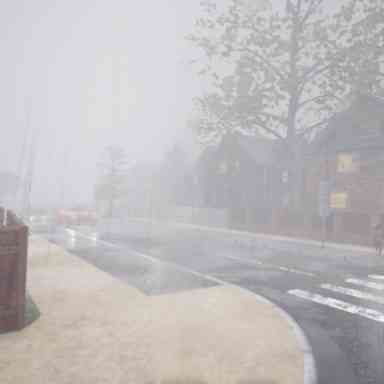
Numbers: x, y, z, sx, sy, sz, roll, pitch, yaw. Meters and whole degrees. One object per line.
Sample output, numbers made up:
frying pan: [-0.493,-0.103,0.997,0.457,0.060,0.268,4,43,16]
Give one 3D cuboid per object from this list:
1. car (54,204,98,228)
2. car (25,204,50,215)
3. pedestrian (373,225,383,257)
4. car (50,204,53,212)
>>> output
car: [-8.843,1.742,25.649,2.097,1.767,4.553,2,-2,-34]
car: [-19.896,2.294,42.271,1.895,1.301,4.718,2,-2,-34]
pedestrian: [7.011,1.496,12.543,0.375,1.860,0.375,2,-1,-34]
car: [-20.436,2.434,48.006,1.895,1.301,4.718,2,-2,-34]
